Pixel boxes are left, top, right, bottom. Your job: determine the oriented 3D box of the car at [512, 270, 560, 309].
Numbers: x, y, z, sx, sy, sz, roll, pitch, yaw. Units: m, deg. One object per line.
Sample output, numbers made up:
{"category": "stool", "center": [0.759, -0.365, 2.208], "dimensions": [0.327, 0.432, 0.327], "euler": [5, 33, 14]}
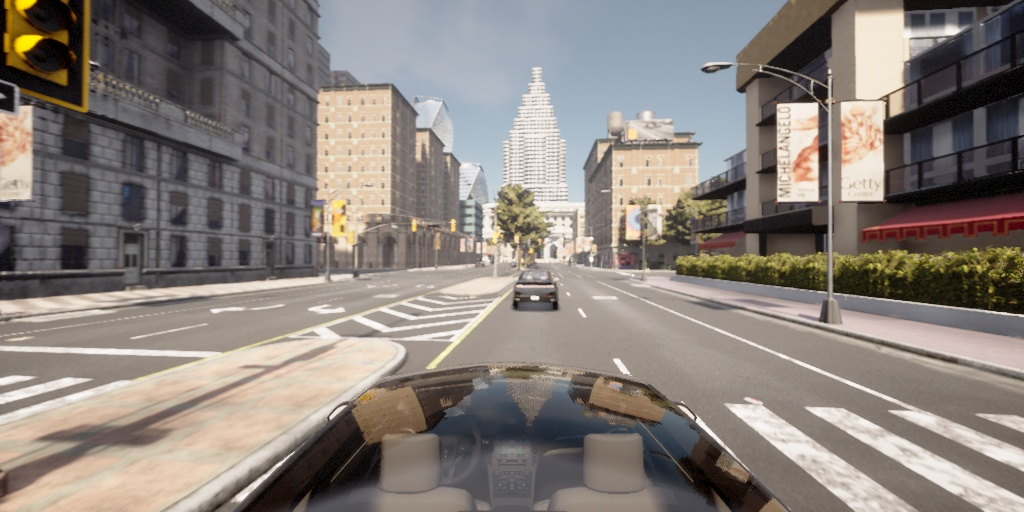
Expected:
{"category": "car", "center": [1.070, 1.379, 15.837], "dimensions": [2.128, 1.511, 4.902], "euler": [0, 0, 5]}
